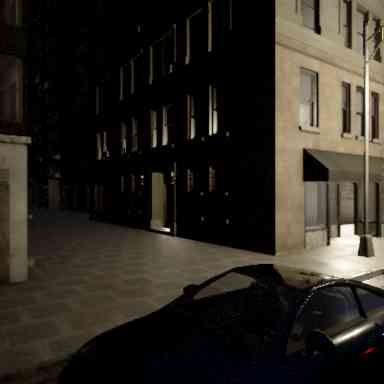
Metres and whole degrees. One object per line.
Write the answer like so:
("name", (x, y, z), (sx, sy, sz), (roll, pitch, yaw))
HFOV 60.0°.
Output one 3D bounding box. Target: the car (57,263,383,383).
("car", (0.814, 1.550, 3.527), (4.181, 1.385, 1.994), (0, 0, -35))
